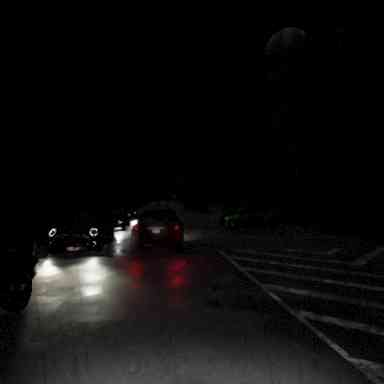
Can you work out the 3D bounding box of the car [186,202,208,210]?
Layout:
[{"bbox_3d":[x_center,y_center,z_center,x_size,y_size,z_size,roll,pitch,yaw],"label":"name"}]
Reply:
[{"bbox_3d":[0.719,2.407,57.109,4.181,1.381,1.994,0,-1,-6],"label":"car"}]

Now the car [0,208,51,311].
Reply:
[{"bbox_3d":[-4.317,1.326,5.098,2.150,2.045,5.566,0,-1,-4],"label":"car"}]

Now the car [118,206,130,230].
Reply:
[{"bbox_3d":[-5.644,1.954,24.629,2.033,1.411,5.357,0,-1,-5],"label":"car"}]

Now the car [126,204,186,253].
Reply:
[{"bbox_3d":[-1.451,1.587,14.992,2.097,1.767,4.553,0,-1,-2],"label":"car"}]

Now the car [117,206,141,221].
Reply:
[{"bbox_3d":[-6.477,2.164,34.707,1.895,1.301,4.718,0,-1,-4],"label":"car"}]

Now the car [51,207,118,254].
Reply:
[{"bbox_3d":[-4.806,1.607,14.879,2.097,1.767,4.553,0,-1,-5],"label":"car"}]

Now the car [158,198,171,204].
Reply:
[{"bbox_3d":[-6.811,2.446,79.566,2.150,2.045,5.566,0,-1,-5],"label":"car"}]

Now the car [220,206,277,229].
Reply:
[{"bbox_3d":[4.057,1.825,24.271,3.988,1.617,1.851,0,-1,-6],"label":"car"}]
